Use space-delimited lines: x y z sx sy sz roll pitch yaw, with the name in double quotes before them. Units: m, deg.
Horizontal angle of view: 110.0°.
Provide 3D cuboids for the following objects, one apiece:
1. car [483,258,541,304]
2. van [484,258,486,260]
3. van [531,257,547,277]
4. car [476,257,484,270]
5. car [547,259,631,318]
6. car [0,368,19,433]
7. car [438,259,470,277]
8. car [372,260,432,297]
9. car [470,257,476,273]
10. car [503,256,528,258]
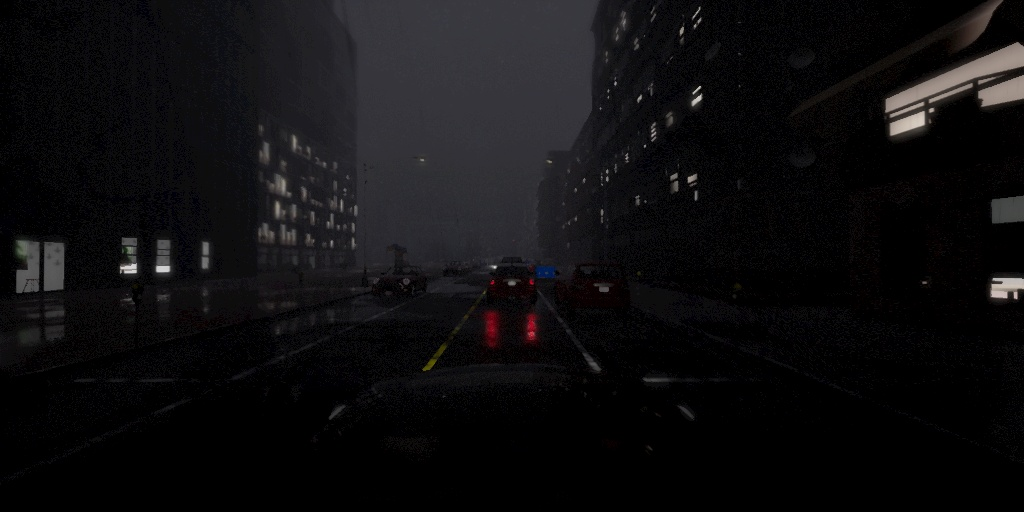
"car" 0.000 1.117 16.469 2.097 1.767 4.553 0 0 0
"van" -5.657 1.068 58.058 1.690 1.789 3.998 0 0 0
"van" 2.691 1.089 29.859 1.690 1.789 3.998 0 0 0
"car" -5.656 1.279 52.412 1.888 1.381 4.507 0 0 0
"car" 2.691 1.064 12.920 2.192 1.841 5.009 0 0 0
"car" -5.690 1.298 1.599 2.007 1.370 4.403 0 0 0
"car" -5.662 1.186 35.474 1.967 1.591 4.097 0 0 0
"car" -5.693 1.189 18.536 1.967 1.591 4.097 0 0 0
"car" -5.657 1.182 41.121 1.967 1.591 4.097 0 0 0
"car" 0.000 1.006 31.531 2.150 2.045 5.566 0 0 0
